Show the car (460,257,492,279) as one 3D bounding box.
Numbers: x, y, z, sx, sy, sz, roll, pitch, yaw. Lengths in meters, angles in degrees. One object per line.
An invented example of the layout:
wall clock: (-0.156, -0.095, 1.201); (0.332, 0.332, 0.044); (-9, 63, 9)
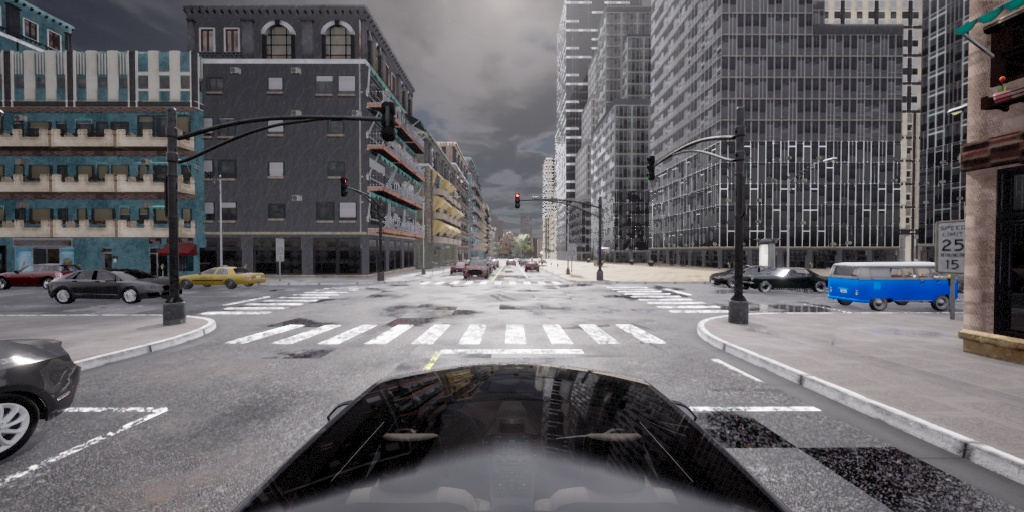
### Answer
car: (-3.164, 1.096, 32.497); (2.097, 1.767, 4.553); (0, 0, -1)

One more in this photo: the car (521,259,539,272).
car: (2.529, 1.289, 45.945); (1.888, 1.381, 4.507); (0, 0, 0)

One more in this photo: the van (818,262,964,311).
van: (14.656, 1.116, 13.864); (3.998, 1.789, 1.690); (0, 0, 0)

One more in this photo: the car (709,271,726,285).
car: (14.618, 1.215, 22.245); (4.313, 1.339, 1.948); (0, 0, 0)

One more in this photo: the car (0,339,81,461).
car: (-5.690, 1.300, 2.149); (2.007, 1.370, 4.403); (0, 0, 0)

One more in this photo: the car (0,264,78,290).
car: (-28.837, 1.189, 22.046); (4.097, 1.591, 1.967); (0, 0, 0)

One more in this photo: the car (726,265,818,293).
car: (14.805, 1.289, 19.646); (4.718, 1.301, 1.895); (0, 1, 0)

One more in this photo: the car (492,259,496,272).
car: (-3.212, 1.345, 41.527); (1.895, 1.301, 4.718); (0, 0, 0)

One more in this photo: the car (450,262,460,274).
car: (-5.801, 1.289, 40.215); (1.888, 1.381, 4.507); (0, 0, 0)

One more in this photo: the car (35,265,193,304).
car: (-17.890, 1.314, 16.293); (4.892, 1.490, 1.837); (0, 1, 0)

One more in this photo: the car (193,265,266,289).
car: (-17.940, 1.246, 22.096); (4.829, 1.417, 1.751); (0, 0, 0)

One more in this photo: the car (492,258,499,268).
car: (-3.238, 1.345, 51.590); (1.895, 1.301, 4.718); (0, 0, 0)

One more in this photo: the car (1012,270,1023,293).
car: (25.302, 1.216, 19.691); (5.357, 1.411, 2.033); (0, 1, 0)
